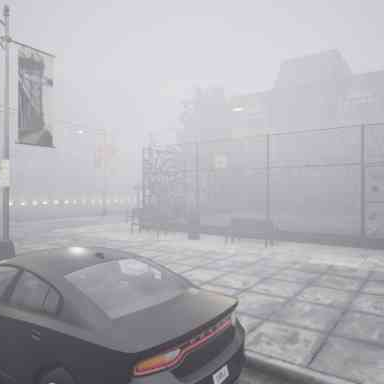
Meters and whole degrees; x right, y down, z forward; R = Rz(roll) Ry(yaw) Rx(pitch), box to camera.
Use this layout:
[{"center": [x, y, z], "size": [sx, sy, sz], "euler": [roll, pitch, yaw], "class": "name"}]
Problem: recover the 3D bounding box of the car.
[{"center": [-1.763, 1.480, 4.390], "size": [5.008, 1.535, 2.097], "euler": [0, 0, 35], "class": "car"}]
